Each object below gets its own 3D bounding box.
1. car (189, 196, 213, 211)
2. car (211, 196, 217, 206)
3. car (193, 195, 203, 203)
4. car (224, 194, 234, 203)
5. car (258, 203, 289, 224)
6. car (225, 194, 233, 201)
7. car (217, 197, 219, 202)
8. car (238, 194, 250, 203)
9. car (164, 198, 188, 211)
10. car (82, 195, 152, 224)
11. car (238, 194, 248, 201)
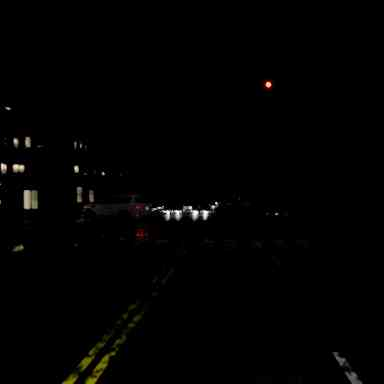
[{"bbox_3d":[1.113,1.554,41.049,1.994,1.385,4.181,0,0,6],"label":"car"},{"bbox_3d":[2.812,1.462,56.038,1.882,1.535,5.008,0,0,6],"label":"car"},{"bbox_3d":[1.344,1.496,71.308,1.812,1.442,4.674,0,0,6],"label":"car"},{"bbox_3d":[7.628,1.483,69.038,1.837,1.490,4.892,0,0,6],"label":"car"},{"bbox_3d":[6.051,1.543,25.061,2.033,1.411,5.357,0,0,6],"label":"car"},{"bbox_3d":[8.793,1.284,79.390,1.882,1.535,5.008,0,0,6],"label":"car"},{"bbox_3d":[4.659,1.493,71.701,1.812,1.442,4.674,0,0,6],"label":"car"},{"bbox_3d":[10.908,1.567,69.118,1.895,1.301,4.718,0,0,6],"label":"car"},{"bbox_3d":[-2.122,1.554,41.362,1.994,1.385,4.181,0,0,6],"label":"car"},{"bbox_3d":[-5.609,1.224,24.875,5.566,2.045,2.150,0,-1,27],"label":"car"},{"bbox_3d":[12.023,1.332,79.027,2.128,1.511,4.902,0,0,6],"label":"car"}]
